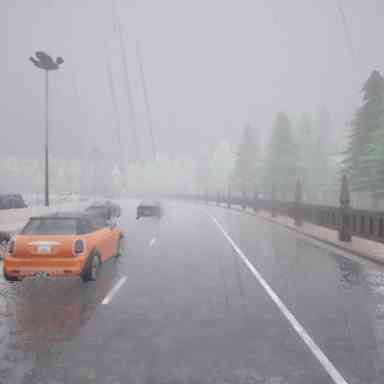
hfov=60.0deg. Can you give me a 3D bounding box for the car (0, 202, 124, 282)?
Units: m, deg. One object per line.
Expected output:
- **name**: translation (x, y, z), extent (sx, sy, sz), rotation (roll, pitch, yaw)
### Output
- **car**: translation (-3.401, 1.327, 9.792), extent (2.097, 1.767, 4.553), rotation (0, 0, 0)

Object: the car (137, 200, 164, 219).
- **car**: translation (-3.422, 1.408, 27.847), extent (1.882, 1.535, 5.008), rotation (0, 0, -1)

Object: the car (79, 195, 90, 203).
- **car**: translation (-20.810, 1.345, 64.526), extent (1.812, 1.442, 4.674), rotation (0, 0, -21)

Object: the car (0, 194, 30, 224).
- **car**: translation (-14.113, 1.161, 23.937), extent (2.150, 2.045, 5.566), rotation (0, 0, 0)

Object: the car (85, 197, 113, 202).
- **car**: translation (-6.902, 1.425, 26.289), extent (2.128, 1.511, 4.902), rotation (0, 0, 0)
